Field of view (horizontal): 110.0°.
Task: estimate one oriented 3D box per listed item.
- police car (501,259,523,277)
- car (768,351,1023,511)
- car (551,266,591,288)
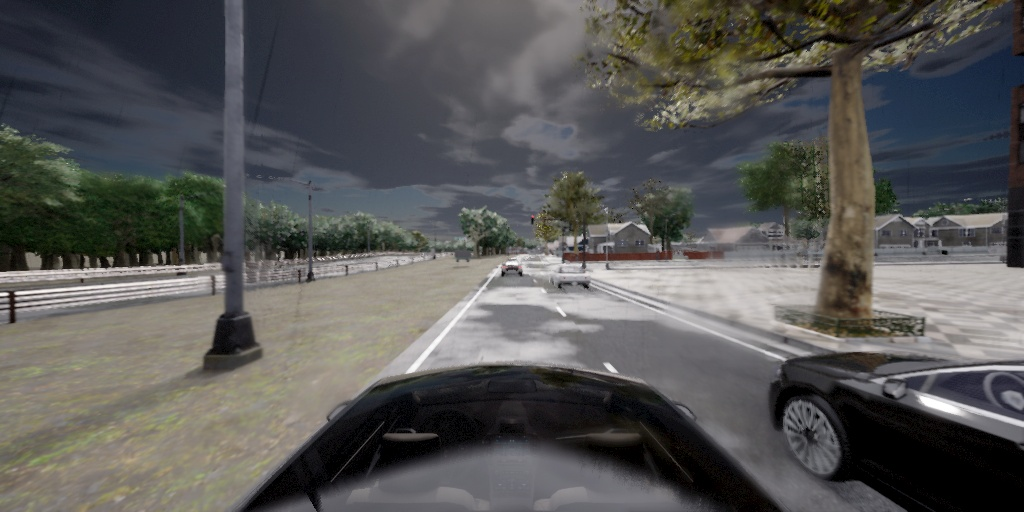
[{"bbox_3d":[0.001,1.094,33.417,2.038,1.542,4.974,0,2,0],"label":"police car"},{"bbox_3d":[3.600,1.241,1.779,2.128,1.511,4.902,0,0,0],"label":"car"},{"bbox_3d":[3.596,1.284,22.734,1.895,1.301,4.718,0,0,0],"label":"car"}]
